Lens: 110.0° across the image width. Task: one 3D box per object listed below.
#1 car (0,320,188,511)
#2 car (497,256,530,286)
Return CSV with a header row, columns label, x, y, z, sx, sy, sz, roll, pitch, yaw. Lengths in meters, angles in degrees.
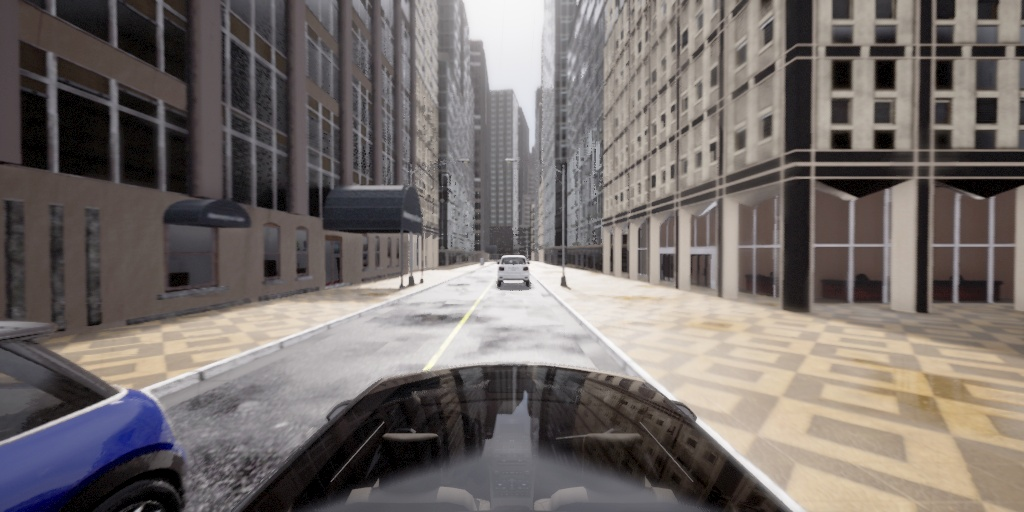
label,x,y,z,sx,sy,sz,roll,pitch,yaw
car,-3.097,1.103,0.293,2.097,1.767,4.553,0,0,0
car,0.109,0.985,25.546,2.150,2.045,5.566,0,0,0
